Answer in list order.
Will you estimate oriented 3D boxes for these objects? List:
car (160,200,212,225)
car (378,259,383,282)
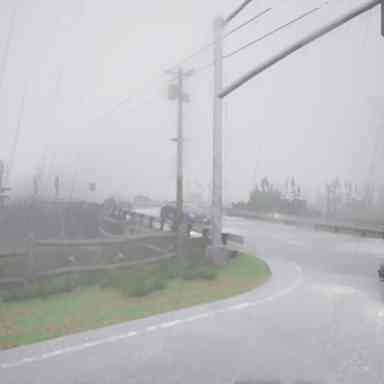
[{"bbox_3d":[-0.463,1.308,21.702,1.812,1.442,4.674,1,2,-33],"label":"car"},{"bbox_3d":[6.844,1.695,8.026,4.674,1.442,1.812,1,-1,-16],"label":"car"}]
